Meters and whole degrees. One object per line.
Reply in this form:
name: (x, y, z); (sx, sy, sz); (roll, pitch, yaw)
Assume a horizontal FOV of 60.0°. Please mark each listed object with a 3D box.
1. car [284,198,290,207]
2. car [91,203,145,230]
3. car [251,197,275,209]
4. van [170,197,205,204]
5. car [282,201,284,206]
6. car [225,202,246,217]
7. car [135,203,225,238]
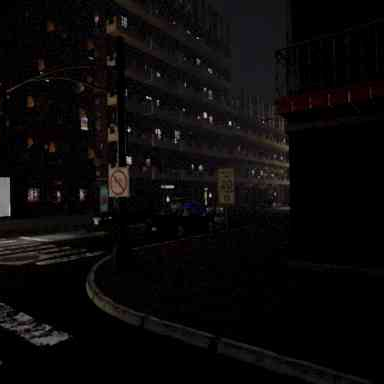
car: (15.308, 1.451, 47.849); (1.812, 1.442, 4.674); (-1, -1, 36)
car: (-4.085, 1.487, 21.039); (2.128, 1.511, 4.902); (-1, -1, 35)
car: (9.399, 1.432, 44.007); (1.967, 1.590, 4.097); (-1, -1, 36)
van: (-0.356, 1.366, 30.437); (1.690, 1.788, 3.998); (-1, -1, 36)
car: (15.803, 1.497, 52.915); (1.752, 1.417, 4.829); (-1, -1, 36)
car: (3.217, 1.568, 31.176); (1.895, 1.301, 4.718); (-1, -1, 36)
car: (-0.454, 1.435, 16.792); (2.008, 1.369, 4.403); (-1, -1, 36)
